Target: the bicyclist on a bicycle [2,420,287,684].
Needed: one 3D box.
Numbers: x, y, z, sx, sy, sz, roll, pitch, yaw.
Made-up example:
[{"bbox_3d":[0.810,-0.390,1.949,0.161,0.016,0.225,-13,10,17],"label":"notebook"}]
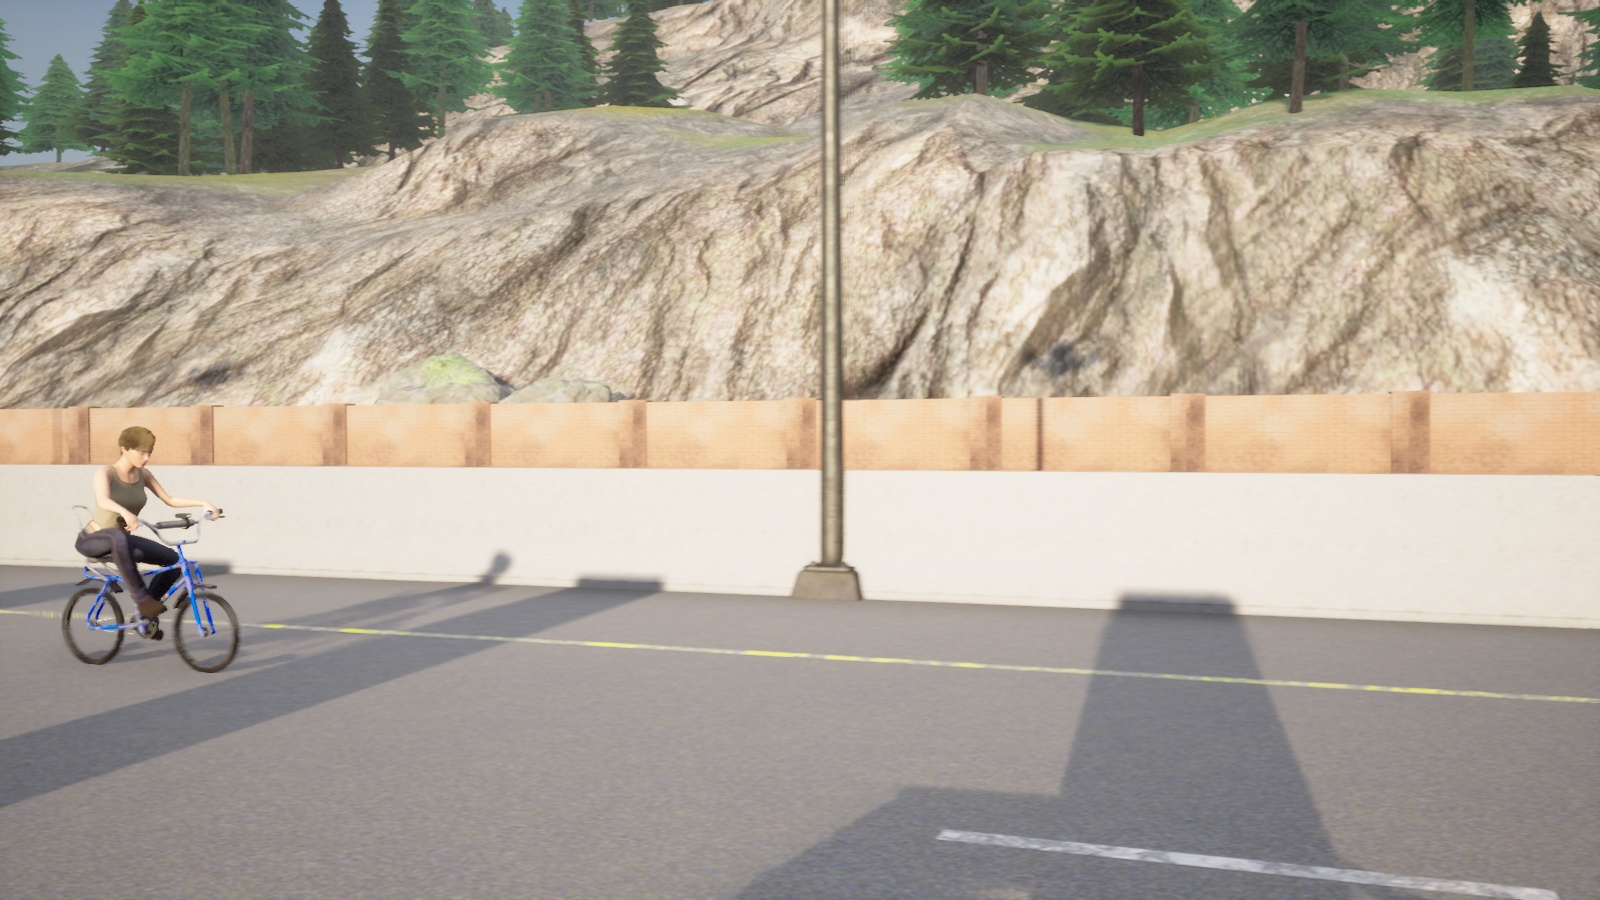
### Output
[{"bbox_3d":[-4.321,0.613,8.321,1.509,1.612,0.866,1,1,18],"label":"bicyclist on a bicycle"}]
